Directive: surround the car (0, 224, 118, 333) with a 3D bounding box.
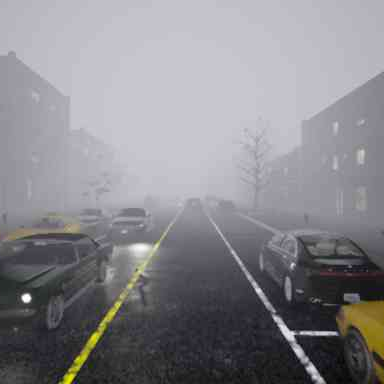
[{"bbox_3d":[-3.084,1.598,6.893,1.895,1.301,4.718,0,0,0],"label":"car"}]

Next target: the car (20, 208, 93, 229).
[{"bbox_3d":[-5.648,1.520,13.218,1.752,1.417,4.829,1,0,0],"label":"car"}]

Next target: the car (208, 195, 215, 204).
[{"bbox_3d":[3.258,1.508,40.260,1.837,1.490,4.892,0,0,0],"label":"car"}]

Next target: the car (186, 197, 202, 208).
[{"bbox_3d":[0.240,1.493,47.931,2.128,1.511,4.902,0,0,0],"label":"car"}]

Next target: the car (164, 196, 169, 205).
[{"bbox_3d":[-5.521,1.581,57.652,1.802,1.307,4.206,1,0,0],"label":"car"}]

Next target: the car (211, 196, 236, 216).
[{"bbox_3d":[3.233,1.480,33.260,1.882,1.535,5.008,0,0,0],"label":"car"}]

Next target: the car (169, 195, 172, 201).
[{"bbox_3d":[-5.503,1.441,63.185,1.967,1.590,4.097,1,0,0],"label":"car"}]

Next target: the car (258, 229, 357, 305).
[{"bbox_3d":[2.716,1.553,7.829,2.008,1.369,4.403,1,0,0],"label":"car"}]

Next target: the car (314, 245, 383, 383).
[{"bbox_3d":[2.701,1.528,2.466,1.752,1.417,4.829,1,0,0],"label":"car"}]

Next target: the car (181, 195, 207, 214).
[{"bbox_3d":[0.200,1.352,36.123,2.097,1.767,4.553,0,0,0],"label":"car"}]

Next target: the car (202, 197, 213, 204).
[{"bbox_3d":[2.876,1.575,63.160,1.947,1.339,4.313,1,0,0],"label":"car"}]

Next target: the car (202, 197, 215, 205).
[{"bbox_3d":[2.860,1.573,57.626,1.947,1.339,4.313,1,0,0],"label":"car"}]

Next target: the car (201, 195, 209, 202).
[{"bbox_3d":[2.984,1.540,79.623,1.752,1.417,4.829,1,0,0],"label":"car"}]

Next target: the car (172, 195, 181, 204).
[{"bbox_3d":[-2.843,1.508,63.447,1.837,1.490,4.892,0,0,1],"label":"car"}]

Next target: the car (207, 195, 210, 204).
[{"bbox_3d":[2.847,1.320,52.094,2.192,1.841,5.009,1,0,0],"label":"car"}]

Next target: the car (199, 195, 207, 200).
[{"bbox_3d":[3.099,1.590,95.388,1.947,1.339,4.313,1,0,0],"label":"car"}]

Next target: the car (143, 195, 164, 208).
[{"bbox_3d":[-5.550,1.311,46.587,2.192,1.841,5.009,1,0,0],"label":"car"}]

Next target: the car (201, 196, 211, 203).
[{"bbox_3d":[2.899,1.555,68.386,1.887,1.381,4.507,1,0,0],"label":"car"}]

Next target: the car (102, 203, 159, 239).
[{"bbox_3d":[-3.040,1.523,17.324,1.812,1.442,4.674,0,0,0],"label":"car"}]

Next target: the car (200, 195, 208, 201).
[{"bbox_3d":[3.048,1.570,87.844,2.008,1.369,4.403,1,0,0],"label":"car"}]

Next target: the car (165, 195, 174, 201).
[{"bbox_3d":[-5.521,1.533,81.260,1.752,1.417,4.829,1,0,0],"label":"car"}]

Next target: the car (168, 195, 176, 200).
[{"bbox_3d":[-5.542,1.565,92.495,2.008,1.369,4.403,1,0,0],"label":"car"}]

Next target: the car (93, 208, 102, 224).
[{"bbox_3d":[-5.632,1.576,18.921,1.802,1.307,4.206,1,0,0],"label":"car"}]
